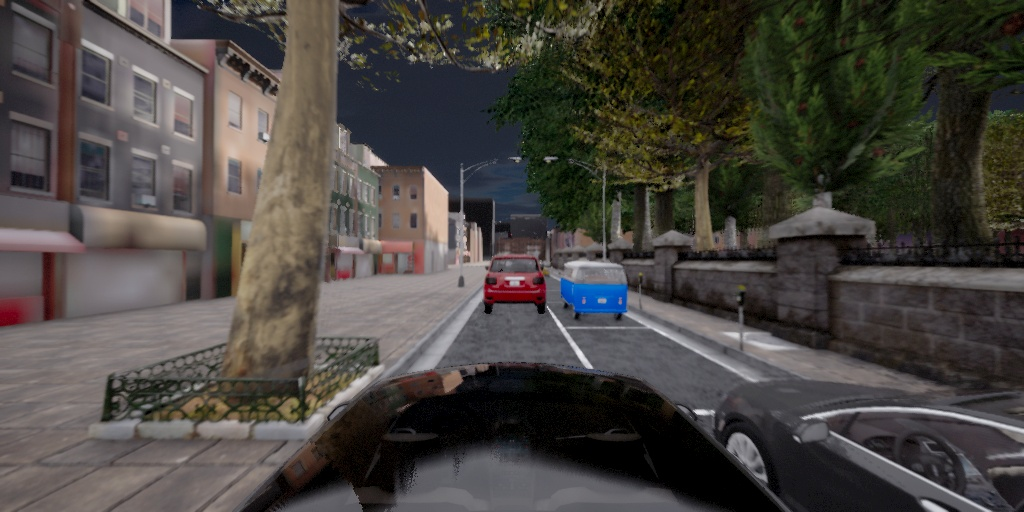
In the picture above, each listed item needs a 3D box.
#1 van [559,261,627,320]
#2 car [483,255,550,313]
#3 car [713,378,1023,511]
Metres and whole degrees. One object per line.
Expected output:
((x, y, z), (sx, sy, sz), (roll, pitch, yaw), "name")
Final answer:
((2.641, 1.083, 12.388), (1.690, 1.789, 3.998), (0, 0, 0), "van")
((0.096, 0.964, 14.176), (2.150, 2.045, 5.566), (0, 0, 0), "car")
((2.639, 1.301, 1.489), (2.007, 1.370, 4.403), (0, 0, 0), "car")
